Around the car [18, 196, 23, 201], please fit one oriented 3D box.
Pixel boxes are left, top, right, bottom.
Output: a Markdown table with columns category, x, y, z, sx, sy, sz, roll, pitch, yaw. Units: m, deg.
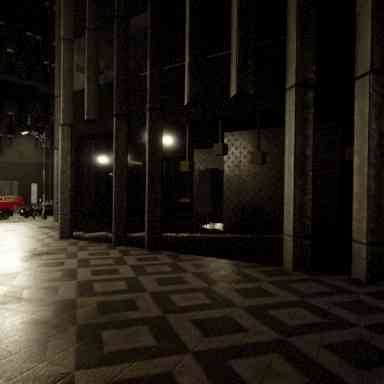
| category | x | y | z | sx | sy | sz | roll | pitch | yaw |
| --- | --- | --- | --- | --- | --- | --- | --- | --- | --- |
| car | -20.848 | 1.353 | 36.167 | 2.192 | 1.841 | 5.009 | 1 | 0 | 35 |

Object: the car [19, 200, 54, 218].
| category | x | y | z | sx | sy | sz | roll | pitch | yaw |
| --- | --- | --- | --- | --- | --- | --- | --- | --- | --- |
| car | -13.895 | 1.742 | 31.242 | 1.947 | 1.339 | 4.313 | 1 | 0 | 35 |

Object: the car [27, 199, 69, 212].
| category | x | y | z | sx | sy | sz | roll | pitch | yaw |
| --- | --- | --- | --- | --- | --- | --- | --- | --- | --- |
| car | -17.596 | 1.634 | 40.776 | 1.947 | 1.339 | 4.313 | 1 | 0 | 35 |

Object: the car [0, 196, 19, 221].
| category | x | y | z | sx | sy | sz | roll | pitch | yaw |
| --- | --- | --- | --- | --- | --- | --- | --- | --- | --- |
| car | -17.147 | 1.463 | 26.631 | 2.192 | 1.841 | 5.009 | 1 | 0 | 35 |
